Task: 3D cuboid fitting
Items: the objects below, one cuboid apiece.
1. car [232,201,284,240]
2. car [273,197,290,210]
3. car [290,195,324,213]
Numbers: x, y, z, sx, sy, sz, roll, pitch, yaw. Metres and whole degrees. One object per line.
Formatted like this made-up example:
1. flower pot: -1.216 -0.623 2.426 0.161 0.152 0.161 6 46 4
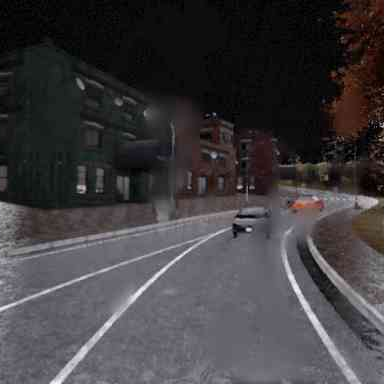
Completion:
1. car: 3.328 1.439 17.065 2.128 1.511 4.902 0 0 19
2. car: 10.299 1.301 37.992 1.994 1.385 4.181 -1 1 34
3. car: 11.730 1.106 33.280 2.097 1.767 4.553 0 1 32
